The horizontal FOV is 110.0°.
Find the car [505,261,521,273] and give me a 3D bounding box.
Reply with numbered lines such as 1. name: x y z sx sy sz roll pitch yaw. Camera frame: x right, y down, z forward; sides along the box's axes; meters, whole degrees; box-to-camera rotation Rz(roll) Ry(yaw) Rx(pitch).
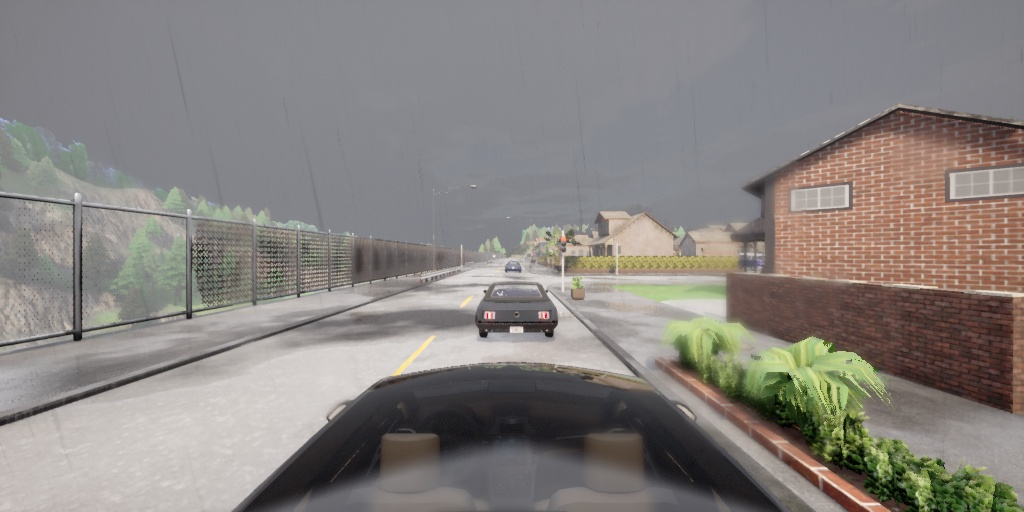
1. car: 0.151 1.314 44.405 1.994 1.385 4.181 0 0 0

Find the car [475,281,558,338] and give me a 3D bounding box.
1. car: 0.109 1.351 10.206 1.895 1.301 4.718 0 0 0
